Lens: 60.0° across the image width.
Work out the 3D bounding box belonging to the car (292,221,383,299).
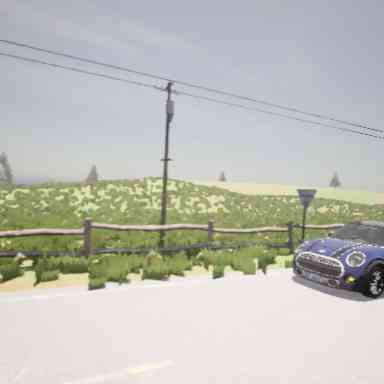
[{"bbox_3d":[4.974,1.604,9.204,4.553,1.767,2.097,3,0,-30],"label":"car"}]
